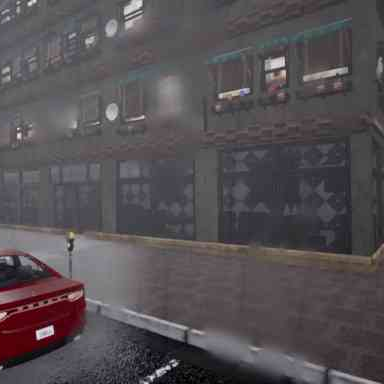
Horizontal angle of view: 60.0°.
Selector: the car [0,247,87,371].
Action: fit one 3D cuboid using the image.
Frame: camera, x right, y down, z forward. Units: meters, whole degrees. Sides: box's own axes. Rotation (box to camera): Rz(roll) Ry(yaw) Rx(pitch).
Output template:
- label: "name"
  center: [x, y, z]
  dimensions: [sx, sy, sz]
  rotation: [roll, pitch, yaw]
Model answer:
- label: "car"
  center: [-3.569, 1.546, 5.274]
  dimensions: [4.507, 1.381, 1.887]
  rotation: [0, -1, 35]
